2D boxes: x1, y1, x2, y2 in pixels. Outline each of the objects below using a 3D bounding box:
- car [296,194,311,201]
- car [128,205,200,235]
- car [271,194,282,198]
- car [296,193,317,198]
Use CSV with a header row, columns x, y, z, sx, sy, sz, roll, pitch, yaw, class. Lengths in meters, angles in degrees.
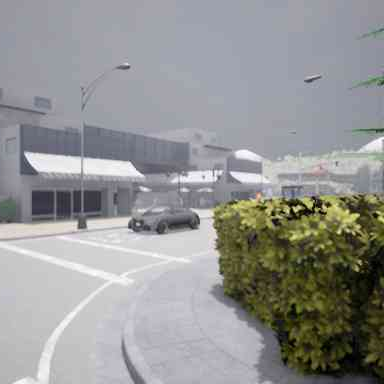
x,y,z,sx,sy,sz,roll,pitch,yaw,class
26.181,1.319,77.923,2.007,1.523,4.514,0,0,38,car
-1.388,1.388,17.709,1.994,1.385,4.181,0,0,38,car
18.965,1.252,74.601,1.970,1.475,3.806,0,0,38,car
11.442,1.179,34.099,2.097,1.767,4.553,0,0,38,car
